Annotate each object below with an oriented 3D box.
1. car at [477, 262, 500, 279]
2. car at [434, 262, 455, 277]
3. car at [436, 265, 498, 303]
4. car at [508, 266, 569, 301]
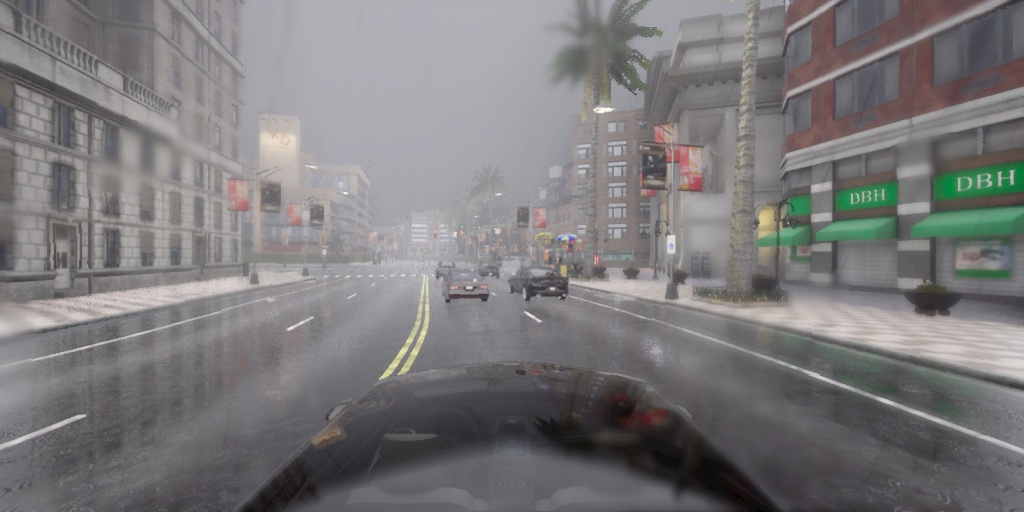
[{"bbox_3d":[-2.322,1.264,32.094,1.837,1.490,4.892,0,0,-13],"label":"car"},{"bbox_3d":[-5.728,1.242,31.288,2.128,1.511,4.902,0,0,-13],"label":"car"},{"bbox_3d":[-2.277,1.310,16.691,2.033,1.411,5.357,0,0,-13],"label":"car"},{"bbox_3d":[1.130,1.232,17.496,1.882,1.535,5.008,0,0,-13],"label":"car"}]
